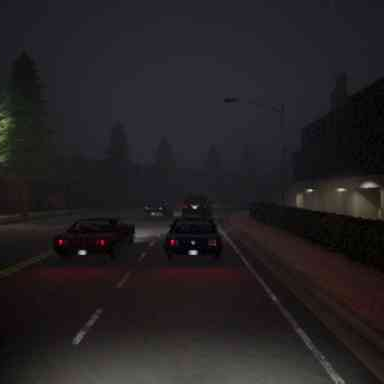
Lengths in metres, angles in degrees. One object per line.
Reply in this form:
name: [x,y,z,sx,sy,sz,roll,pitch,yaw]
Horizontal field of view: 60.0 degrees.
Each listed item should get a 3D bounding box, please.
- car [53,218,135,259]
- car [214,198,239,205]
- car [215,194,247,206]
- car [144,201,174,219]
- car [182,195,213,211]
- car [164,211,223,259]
car: [-3.441,1.622,12.705,1.895,1.301,4.718,0,0,0]
car: [6.335,1.703,60.862,4.718,1.301,1.895,0,0,-42]
car: [7.025,1.317,56.651,5.566,2.045,2.150,0,0,-45]
car: [-2.795,1.541,29.125,2.128,1.511,4.902,0,0,8]
car: [0.525,1.271,28.023,2.150,2.045,5.566,0,0,6]
car: [0.060,1.623,12.707,1.895,1.301,4.718,0,0,0]
